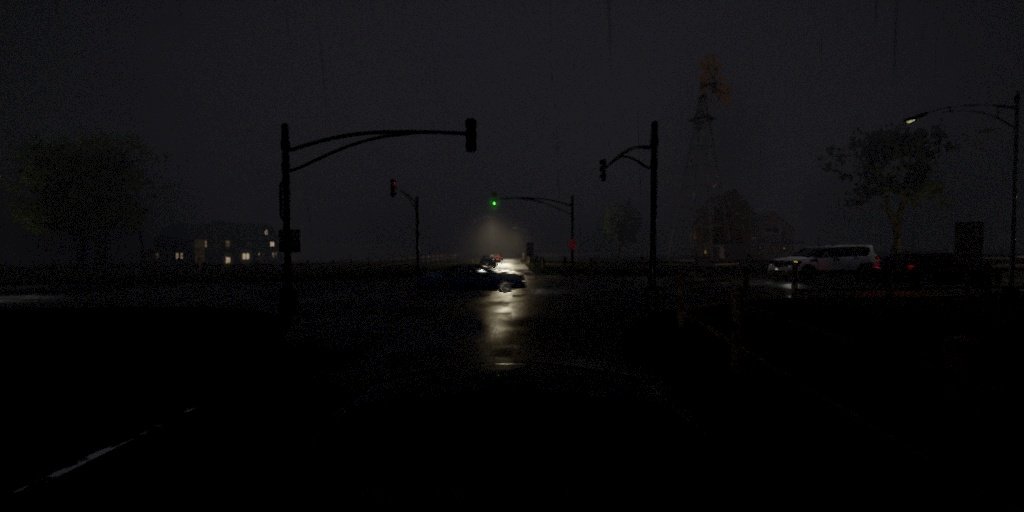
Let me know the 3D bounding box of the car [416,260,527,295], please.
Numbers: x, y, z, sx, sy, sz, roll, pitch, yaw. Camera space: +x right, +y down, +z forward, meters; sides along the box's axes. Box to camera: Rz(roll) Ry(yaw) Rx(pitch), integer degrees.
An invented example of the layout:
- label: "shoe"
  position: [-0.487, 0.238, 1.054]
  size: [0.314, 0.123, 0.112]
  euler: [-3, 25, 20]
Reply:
- label: "car"
  position: [-1.969, 1.102, 17.895]
  size: [5.357, 1.411, 2.033]
  euler: [-1, 2, 0]

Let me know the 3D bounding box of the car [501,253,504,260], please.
- label: "car"
  position: [-2.799, 0.396, 58.260]
  size: [1.882, 1.535, 5.008]
  euler: [0, 1, 0]

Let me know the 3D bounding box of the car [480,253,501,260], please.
- label: "car"
  position: [-2.797, 0.636, 42.694]
  size: [2.128, 1.511, 4.902]
  euler: [0, 1, 0]

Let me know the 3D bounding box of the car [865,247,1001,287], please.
- label: "car"
  position: [21.039, 0.587, 17.848]
  size: [4.553, 1.767, 2.097]
  euler: [-1, 2, 0]

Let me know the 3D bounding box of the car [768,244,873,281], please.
- label: "car"
  position: [18.594, 0.364, 21.446]
  size: [5.566, 2.045, 2.150]
  euler: [-2, 2, 0]
